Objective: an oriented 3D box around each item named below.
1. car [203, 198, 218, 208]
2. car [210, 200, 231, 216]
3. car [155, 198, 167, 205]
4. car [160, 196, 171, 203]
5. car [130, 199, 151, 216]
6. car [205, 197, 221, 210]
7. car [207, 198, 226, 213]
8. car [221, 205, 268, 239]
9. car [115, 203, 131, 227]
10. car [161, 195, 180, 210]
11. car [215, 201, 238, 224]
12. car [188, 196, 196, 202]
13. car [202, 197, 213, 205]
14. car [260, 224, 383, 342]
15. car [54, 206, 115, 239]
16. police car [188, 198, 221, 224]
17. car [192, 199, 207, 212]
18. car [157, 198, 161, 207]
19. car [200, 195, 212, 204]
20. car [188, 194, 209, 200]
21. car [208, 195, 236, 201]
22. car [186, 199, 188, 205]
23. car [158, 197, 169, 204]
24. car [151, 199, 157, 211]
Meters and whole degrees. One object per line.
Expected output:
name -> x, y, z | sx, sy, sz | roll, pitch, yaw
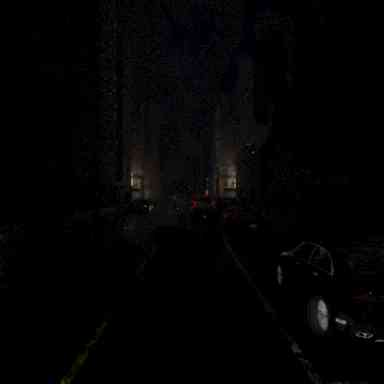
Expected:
car -> 2.826, 1.676, 50.656 | 2.008, 1.369, 4.403 | 0, 0, 0
car -> 2.836, 1.611, 34.255 | 1.752, 1.417, 4.829 | 0, 0, 0
car -> -5.707, 1.734, 61.689 | 1.802, 1.307, 4.206 | 0, 0, 0
car -> -5.714, 1.619, 72.740 | 1.967, 1.590, 4.097 | 0, 0, 0
car -> -5.689, 1.630, 34.064 | 1.887, 1.381, 4.507 | 0, 0, 0
car -> 2.829, 1.552, 45.132 | 1.967, 1.590, 4.097 | 0, 0, 0
car -> 2.833, 1.538, 39.609 | 1.967, 1.590, 4.097 | 0, 0, 0
car -> 2.847, 1.611, 17.514 | 1.947, 1.339, 4.313 | 0, 0, 0
car -> -5.683, 1.641, 23.014 | 1.802, 1.307, 4.206 | 0, 0, 0
car -> -3.112, 1.605, 45.864 | 2.128, 1.511, 4.902 | 0, 0, 0
car -> 2.844, 1.584, 23.208 | 1.752, 1.417, 4.829 | 0, 0, 0
car -> -0.049, 1.551, 76.540 | 1.812, 1.442, 4.674 | 0, 0, 0
car -> 2.819, 1.717, 61.702 | 1.947, 1.339, 4.313 | 0, 0, 0
car -> 2.854, 1.568, 6.467 | 2.008, 1.369, 4.403 | 0, 0, 0
car -> -5.679, 1.590, 17.489 | 1.887, 1.381, 4.507 | 0, 0, 0
police car -> 0.883, 1.490, 25.527 | 1.930, 1.638, 5.238 | 0, 0, 0
car -> 0.873, 1.629, 41.417 | 1.812, 1.442, 4.674 | 0, 0, 0
car -> -5.696, 1.678, 45.114 | 1.947, 1.339, 4.313 | 0, 0, 0
car -> 2.816, 1.480, 67.227 | 2.192, 1.841, 5.009 | 0, 0, 0
car -> 0.877, 1.311, 35.447 | 2.150, 2.045, 5.566 | 0, 0, 0
car -> 2.840, 1.387, 28.562 | 2.192, 1.841, 5.009 | 0, 0, 0
car -> -0.040, 1.656, 61.891 | 1.837, 1.490, 4.892 | 0, 0, 0
car -> -5.711, 1.731, 67.214 | 1.947, 1.339, 4.313 | 0, 0, 0
car -> -5.693, 1.665, 39.589 | 1.947, 1.339, 4.313 | 0, 0, 0
